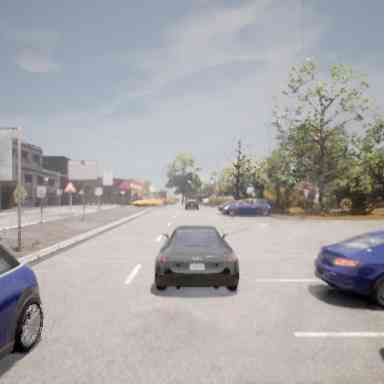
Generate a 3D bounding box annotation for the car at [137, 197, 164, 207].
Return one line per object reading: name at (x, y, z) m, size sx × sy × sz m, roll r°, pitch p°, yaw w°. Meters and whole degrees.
car at (-7.380, 1.694, 58.981) m, size 4.553 × 1.767 × 2.185 m, roll 0°, pitch -1°, yaw -1°

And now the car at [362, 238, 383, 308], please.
car at (5.078, 1.491, 3.946) m, size 4.892 × 1.521 × 2.231 m, roll 0°, pitch 0°, yaw 0°

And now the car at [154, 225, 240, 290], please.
car at (0.106, 1.586, 9.168) m, size 1.994 × 1.385 × 4.181 m, roll 0°, pitch 0°, yaw 0°

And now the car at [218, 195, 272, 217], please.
car at (5.114, 1.428, 31.558) m, size 4.553 × 1.767 × 2.185 m, roll 0°, pitch 0°, yaw 0°

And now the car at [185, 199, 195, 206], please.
car at (-0.396, 2.313, 75.932) m, size 1.882 × 1.535 × 5.008 m, roll 0°, pitch -2°, yaw 2°

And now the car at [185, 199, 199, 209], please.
car at (-0.022, 1.683, 47.589) m, size 1.812 × 1.442 × 4.674 m, roll 0°, pitch -1°, yaw 0°

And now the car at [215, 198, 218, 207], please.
car at (5.041, 1.603, 34.728) m, size 4.674 × 1.452 × 2.002 m, roll 0°, pitch 0°, yaw 0°

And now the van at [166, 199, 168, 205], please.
van at (-7.322, 1.665, 62.020) m, size 4.442 × 1.987 × 1.878 m, roll 0°, pitch -1°, yaw -1°

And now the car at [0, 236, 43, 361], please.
car at (-3.314, 1.358, 3.118) m, size 2.097 × 1.767 × 4.553 m, roll 0°, pitch 0°, yaw 0°

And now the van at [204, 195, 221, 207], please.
van at (4.771, 1.529, 55.524) m, size 4.442 × 1.987 × 1.878 m, roll 0°, pitch -1°, yaw 0°

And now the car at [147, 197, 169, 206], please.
car at (-7.548, 2.124, 74.156) m, size 4.553 × 1.767 × 2.185 m, roll 0°, pitch -2°, yaw -1°

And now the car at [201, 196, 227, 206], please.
car at (4.688, 1.936, 72.155) m, size 5.566 × 2.045 × 2.435 m, roll 0°, pitch -2°, yaw -1°

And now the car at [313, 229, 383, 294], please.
car at (5.081, 1.537, 7.222) m, size 4.674 × 1.452 × 2.002 m, roll 0°, pitch 0°, yaw 0°

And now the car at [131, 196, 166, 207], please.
car at (-7.570, 1.759, 56.059) m, size 5.366 × 1.575 × 1.946 m, roll 0°, pitch -1°, yaw 0°
